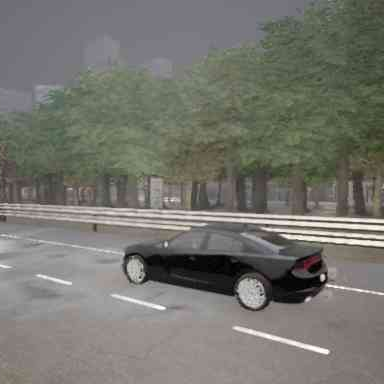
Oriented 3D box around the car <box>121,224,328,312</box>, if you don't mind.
[{"bbox_3d":[0.488,1.495,7.820,5.008,1.535,1.882,0,0,35],"label":"car"}]
